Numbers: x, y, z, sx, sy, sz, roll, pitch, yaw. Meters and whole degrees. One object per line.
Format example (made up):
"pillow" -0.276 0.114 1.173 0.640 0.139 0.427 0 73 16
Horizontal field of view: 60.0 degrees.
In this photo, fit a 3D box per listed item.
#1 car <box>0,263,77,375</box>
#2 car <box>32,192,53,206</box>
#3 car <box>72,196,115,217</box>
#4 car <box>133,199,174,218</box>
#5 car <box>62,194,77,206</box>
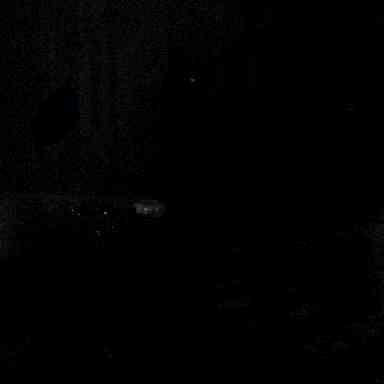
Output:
"car" -3.753 1.546 3.979 4.507 1.381 1.887 0 -1 -36
"car" -21.415 1.139 47.803 2.128 1.511 4.902 -1 1 -36
"car" -8.810 1.367 30.082 2.033 1.411 5.357 -1 1 -36
"car" -3.389 1.331 28.136 1.812 1.442 4.674 -1 1 -36
"car" -17.204 1.108 47.466 2.128 1.511 4.902 -1 1 -35
